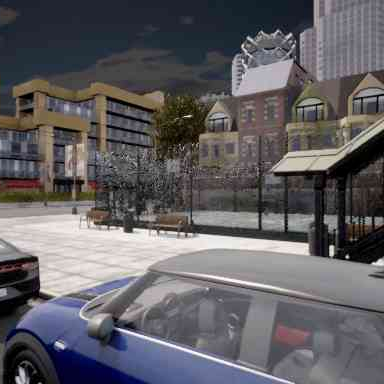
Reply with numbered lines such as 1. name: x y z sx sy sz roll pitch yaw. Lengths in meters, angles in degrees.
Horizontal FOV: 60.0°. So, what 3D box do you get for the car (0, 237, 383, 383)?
1. car: 0.199 1.355 3.161 4.553 1.767 2.185 0 0 35
